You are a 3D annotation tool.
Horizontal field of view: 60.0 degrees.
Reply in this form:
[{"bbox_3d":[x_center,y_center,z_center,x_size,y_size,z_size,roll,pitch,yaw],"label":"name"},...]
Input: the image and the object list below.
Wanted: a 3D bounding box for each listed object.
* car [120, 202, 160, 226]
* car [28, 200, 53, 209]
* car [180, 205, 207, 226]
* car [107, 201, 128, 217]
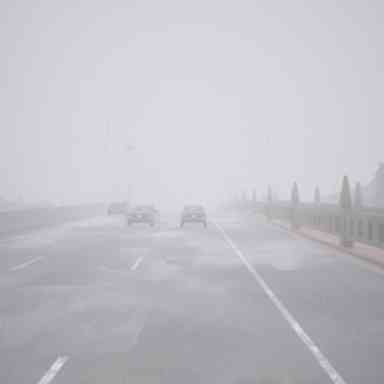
[{"bbox_3d":[-3.401,1.606,23.836,2.033,1.411,5.357,0,0,0],"label":"car"},{"bbox_3d":[-21.081,1.942,46.587,1.837,1.490,4.892,0,-2,0],"label":"car"},{"bbox_3d":[0.099,1.605,23.788,2.033,1.411,5.357,0,0,0],"label":"car"},{"bbox_3d":[-6.901,1.571,32.534,2.128,1.511,4.902,0,0,0],"label":"car"}]
